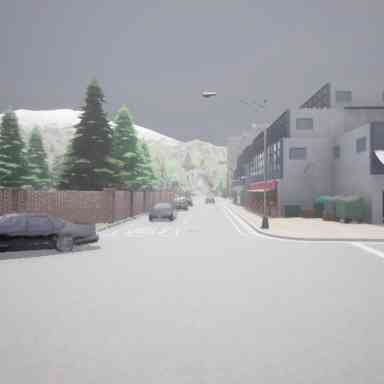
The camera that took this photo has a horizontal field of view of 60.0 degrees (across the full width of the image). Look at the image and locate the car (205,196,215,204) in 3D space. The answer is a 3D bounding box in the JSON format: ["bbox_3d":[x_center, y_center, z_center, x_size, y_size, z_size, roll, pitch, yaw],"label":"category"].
[{"bbox_3d":[3.567,1.558,65.447,2.033,1.411,5.357,0,0,3],"label":"car"}]

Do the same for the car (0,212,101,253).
[{"bbox_3d":[-6.099,1.462,11.902,5.357,1.411,2.033,1,2,-31],"label":"car"}]

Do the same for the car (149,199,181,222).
[{"bbox_3d":[-2.238,1.530,26.614,1.812,1.442,4.674,0,0,3],"label":"car"}]

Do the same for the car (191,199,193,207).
[{"bbox_3d":[-0.831,1.609,51.960,1.895,1.301,4.718,0,0,3],"label":"car"}]

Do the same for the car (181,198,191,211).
[{"bbox_3d":[-1.498,1.571,40.083,1.994,1.385,4.181,0,0,3],"label":"car"}]
